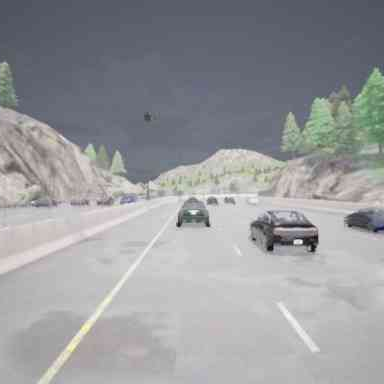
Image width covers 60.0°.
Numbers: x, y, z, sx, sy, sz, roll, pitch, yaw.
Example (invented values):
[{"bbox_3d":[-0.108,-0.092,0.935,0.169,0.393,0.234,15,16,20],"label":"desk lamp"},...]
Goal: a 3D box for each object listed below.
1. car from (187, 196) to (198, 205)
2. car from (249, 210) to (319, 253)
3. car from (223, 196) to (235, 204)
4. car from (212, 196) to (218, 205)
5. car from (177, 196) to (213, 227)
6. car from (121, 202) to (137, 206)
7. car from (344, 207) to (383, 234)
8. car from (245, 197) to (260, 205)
[{"bbox_3d":[0.099,1.507,59.601,1.837,1.490,4.892,0,0,0],"label":"car"},{"bbox_3d":[3.599,1.492,13.703,2.128,1.511,4.902,0,0,0],"label":"car"},{"bbox_3d":[7.089,1.548,63.725,2.033,1.411,5.357,0,0,1],"label":"car"},{"bbox_3d":[3.600,1.507,59.524,1.837,1.490,4.892,0,0,0],"label":"car"},{"bbox_3d":[0.099,1.352,23.069,2.097,1.767,4.553,0,0,0],"label":"car"},{"bbox_3d":[-10.525,1.224,56.127,2.150,2.045,5.566,0,0,1],"label":"car"},{"bbox_3d":[10.599,1.565,19.382,1.994,1.385,4.181,0,0,0],"label":"car"},{"bbox_3d":[10.602,1.527,58.501,1.812,1.442,4.674,0,0,0],"label":"car"}]
